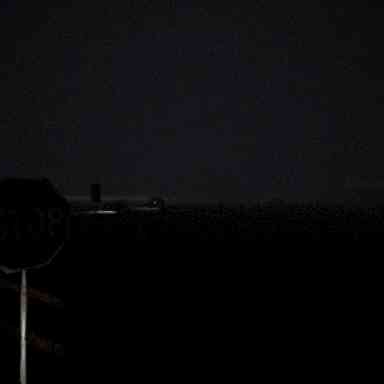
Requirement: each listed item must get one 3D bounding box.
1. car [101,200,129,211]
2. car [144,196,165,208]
[{"bbox_3d":[-9.782,1.683,42.453,1.994,1.385,4.181,0,-1,16],"label":"car"},{"bbox_3d":[-6.082,1.619,54.726,2.097,1.767,4.553,0,-1,18],"label":"car"}]
